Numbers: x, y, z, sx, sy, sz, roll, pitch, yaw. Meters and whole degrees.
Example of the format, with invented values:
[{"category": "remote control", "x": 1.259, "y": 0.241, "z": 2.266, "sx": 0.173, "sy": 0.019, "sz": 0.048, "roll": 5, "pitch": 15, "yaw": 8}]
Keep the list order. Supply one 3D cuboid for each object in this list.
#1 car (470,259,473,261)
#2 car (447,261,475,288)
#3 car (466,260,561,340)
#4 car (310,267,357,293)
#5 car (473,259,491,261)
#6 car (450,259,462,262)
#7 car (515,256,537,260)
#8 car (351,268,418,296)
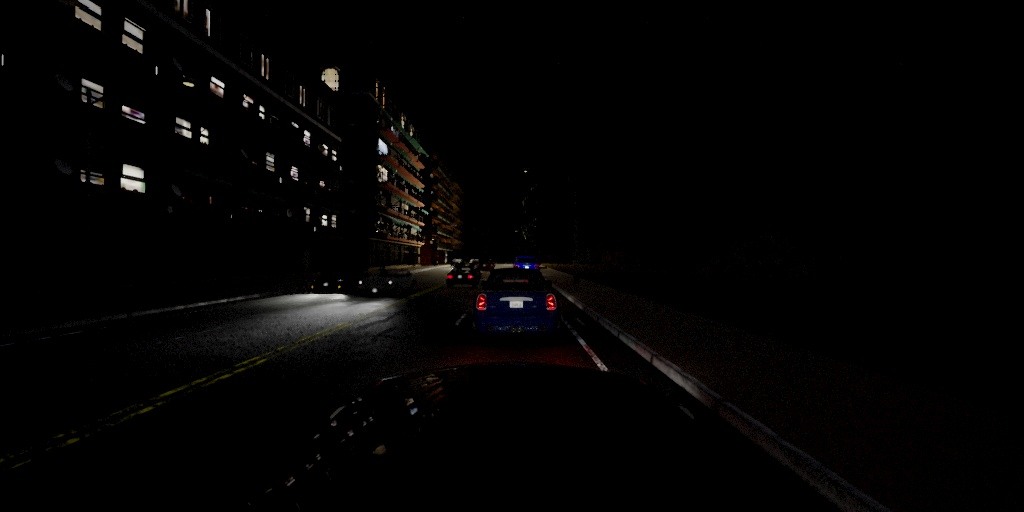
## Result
[{"category": "car", "x": -6.534, "y": 1.250, "z": 63.162, "sx": 2.128, "sy": 1.511, "sz": 4.902, "roll": 0, "pitch": 0, "yaw": 0}, {"category": "car", "x": -3.132, "y": 1.303, "z": 24.124, "sx": 2.033, "sy": 1.411, "sz": 5.357, "roll": 0, "pitch": 0, "yaw": 0}, {"category": "car", "x": 0.102, "y": 1.104, "z": 10.161, "sx": 2.097, "sy": 1.767, "sz": 4.553, "roll": 0, "pitch": 0, "yaw": 0}, {"category": "car", "x": -9.842, "y": 1.319, "z": 20.921, "sx": 1.994, "sy": 1.385, "sz": 4.181, "roll": 0, "pitch": 0, "yaw": 0}, {"category": "car", "x": -3.129, "y": 1.111, "z": 42.890, "sx": 2.097, "sy": 1.767, "sz": 4.553, "roll": 0, "pitch": 0, "yaw": 0}, {"category": "car", "x": -9.777, "y": 1.249, "z": 63.902, "sx": 2.128, "sy": 1.511, "sz": 4.902, "roll": 0, "pitch": 0, "yaw": 0}, {"category": "car", "x": 1.151, "y": 0.982, "z": 30.114, "sx": 2.150, "sy": 2.045, "sz": 5.566, "roll": 0, "pitch": 0, "yaw": 0}, {"category": "car", "x": -6.590, "y": 1.355, "z": 19.440, "sx": 1.895, "sy": 1.301, "sz": 4.718, "roll": 0, "pitch": 0, "yaw": 0}]
